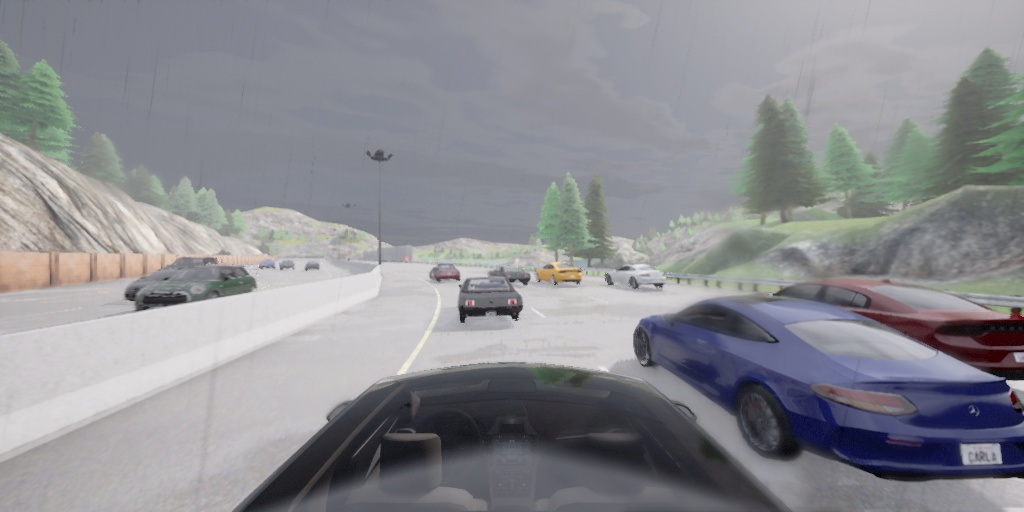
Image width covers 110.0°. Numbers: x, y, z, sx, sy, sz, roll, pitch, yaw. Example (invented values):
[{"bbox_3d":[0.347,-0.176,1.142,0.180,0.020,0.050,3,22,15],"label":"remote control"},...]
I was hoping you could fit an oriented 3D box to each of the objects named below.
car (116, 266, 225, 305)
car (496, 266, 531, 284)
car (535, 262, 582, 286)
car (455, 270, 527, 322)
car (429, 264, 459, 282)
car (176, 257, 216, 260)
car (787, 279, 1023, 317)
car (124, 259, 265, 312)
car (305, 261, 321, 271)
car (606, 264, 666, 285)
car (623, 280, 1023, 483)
[{"bbox_3d":[-16.494,1.336,17.710,1.837,1.490,4.892,0,0,-16],"label":"car"},{"bbox_3d":[-0.308,1.345,25.314,1.895,1.301,4.718,0,0,-17],"label":"car"},{"bbox_3d":[3.212,1.204,25.603,1.882,1.535,5.008,0,0,-16],"label":"car"},{"bbox_3d":[-0.905,1.352,12.394,1.895,1.301,4.718,0,0,-8],"label":"car"},{"bbox_3d":[-5.624,1.335,29.727,1.994,1.385,4.181,0,0,-21],"label":"car"},{"bbox_3d":[-23.138,1.086,26.069,2.150,2.045,5.566,0,0,-24],"label":"car"},{"bbox_3d":[6.636,1.192,7.225,1.882,1.535,5.008,0,0,-3],"label":"car"},{"bbox_3d":[-12.093,1.161,14.143,2.097,1.767,4.553,0,0,-12],"label":"car"},{"bbox_3d":[-28.751,1.432,51.776,2.033,1.411,5.357,0,0,-28],"label":"car"},{"bbox_3d":[7.666,1.230,22.504,1.812,1.442,4.674,0,0,-14],"label":"car"},{"bbox_3d":[3.275,1.258,4.878,1.812,1.442,4.674,0,0,-2],"label":"car"}]
